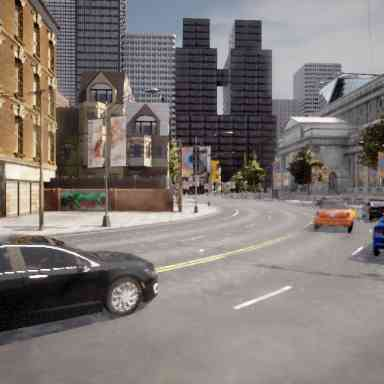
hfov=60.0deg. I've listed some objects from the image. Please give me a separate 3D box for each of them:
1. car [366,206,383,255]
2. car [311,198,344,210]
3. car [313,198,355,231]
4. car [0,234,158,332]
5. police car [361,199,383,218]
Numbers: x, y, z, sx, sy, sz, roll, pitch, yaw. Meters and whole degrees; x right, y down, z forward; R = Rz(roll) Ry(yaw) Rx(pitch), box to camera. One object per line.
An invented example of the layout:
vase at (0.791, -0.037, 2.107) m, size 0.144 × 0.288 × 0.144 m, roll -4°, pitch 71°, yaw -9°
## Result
car at (8.101, 1.473, 12.506) m, size 1.882 × 1.535 × 5.008 m, roll 0°, pitch 0°, yaw 36°
car at (17.741, 1.524, 43.886) m, size 2.033 × 1.411 × 5.357 m, roll 0°, pitch 0°, yaw -1°
car at (8.987, 1.341, 20.843) m, size 2.097 × 1.767 × 4.553 m, roll 0°, pitch 0°, yaw 27°
car at (-2.915, 1.497, 5.765) m, size 4.892 × 1.490 × 1.837 m, roll 1°, pitch 0°, yaw -37°
police car at (15.141, 1.414, 27.161) m, size 1.930 × 1.638 × 5.238 m, roll 0°, pitch 0°, yaw 18°
